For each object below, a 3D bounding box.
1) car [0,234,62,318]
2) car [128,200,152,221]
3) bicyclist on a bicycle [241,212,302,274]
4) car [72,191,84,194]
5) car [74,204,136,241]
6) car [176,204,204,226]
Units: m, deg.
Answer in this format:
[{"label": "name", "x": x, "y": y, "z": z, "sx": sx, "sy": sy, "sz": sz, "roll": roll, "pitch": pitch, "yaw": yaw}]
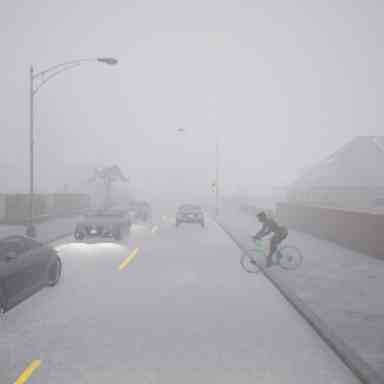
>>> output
[{"label": "car", "x": -4.160, "y": 1.549, "z": 6.455, "sx": 1.994, "sy": 1.385, "sz": 4.181, "roll": 0, "pitch": 0, "yaw": -1}, {"label": "car", "x": -4.294, "y": 1.432, "z": 26.206, "sx": 2.128, "sy": 1.511, "sz": 4.902, "roll": 0, "pitch": 0, "yaw": 0}, {"label": "bicyclist on a bicycle", "x": 2.090, "y": 1.352, "z": 8.916, "sx": 1.656, "sy": 1.620, "sz": 0.582, "roll": -5, "pitch": 0, "yaw": -1}, {"label": "car", "x": -20.413, "y": 0.851, "z": 58.049, "sx": 1.905, "sy": 1.878, "sz": 3.866, "roll": 0, "pitch": 0, "yaw": 34}, {"label": "car", "x": -4.256, "y": 1.526, "z": 16.402, "sx": 1.994, "sy": 1.385, "sz": 4.181, "roll": 0, "pitch": 0, "yaw": 0}, {"label": "car", "x": -0.147, "y": 1.494, "z": 22.643, "sx": 2.033, "sy": 1.411, "sz": 5.357, "roll": 0, "pitch": 0, "yaw": -1}]
